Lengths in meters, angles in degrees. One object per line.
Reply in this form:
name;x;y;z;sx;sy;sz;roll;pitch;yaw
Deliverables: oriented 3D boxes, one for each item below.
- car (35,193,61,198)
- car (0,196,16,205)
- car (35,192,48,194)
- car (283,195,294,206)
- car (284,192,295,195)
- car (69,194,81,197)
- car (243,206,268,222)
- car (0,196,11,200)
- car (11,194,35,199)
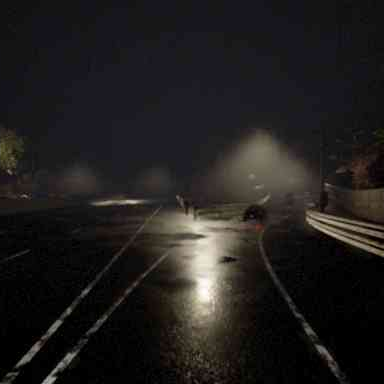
car;-24.362;1.383;56.419;1.812;1.442;4.674;0;0;-3
car;-31.279;1.360;54.755;2.033;1.411;5.357;0;0;-3
car;-32.132;1.012;70.525;2.150;2.045;5.566;0;0;-3
car;19.041;1.931;65.765;1.837;1.490;4.892;1;3;17
car;22.008;1.072;75.397;2.150;2.045;5.566;1;4;16
car;-25.170;1.168;71.407;2.097;1.767;4.553;0;0;-3
car;6.117;2.048;31.773;1.812;1.442;4.674;0;-1;21
car;-23.438;1.377;38.566;1.812;1.442;4.674;0;0;-3
car;-27.803;1.436;55.294;1.895;1.301;4.718;0;0;-3
